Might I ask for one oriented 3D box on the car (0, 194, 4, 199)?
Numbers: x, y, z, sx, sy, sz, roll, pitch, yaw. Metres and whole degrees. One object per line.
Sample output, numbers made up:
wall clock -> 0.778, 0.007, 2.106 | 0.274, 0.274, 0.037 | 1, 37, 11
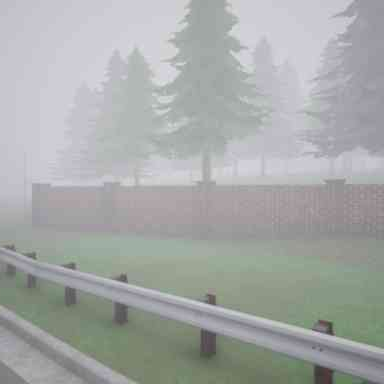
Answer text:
car -> -44.576, 1.139, 75.291 | 2.097, 1.767, 4.553 | 0, 0, -23
